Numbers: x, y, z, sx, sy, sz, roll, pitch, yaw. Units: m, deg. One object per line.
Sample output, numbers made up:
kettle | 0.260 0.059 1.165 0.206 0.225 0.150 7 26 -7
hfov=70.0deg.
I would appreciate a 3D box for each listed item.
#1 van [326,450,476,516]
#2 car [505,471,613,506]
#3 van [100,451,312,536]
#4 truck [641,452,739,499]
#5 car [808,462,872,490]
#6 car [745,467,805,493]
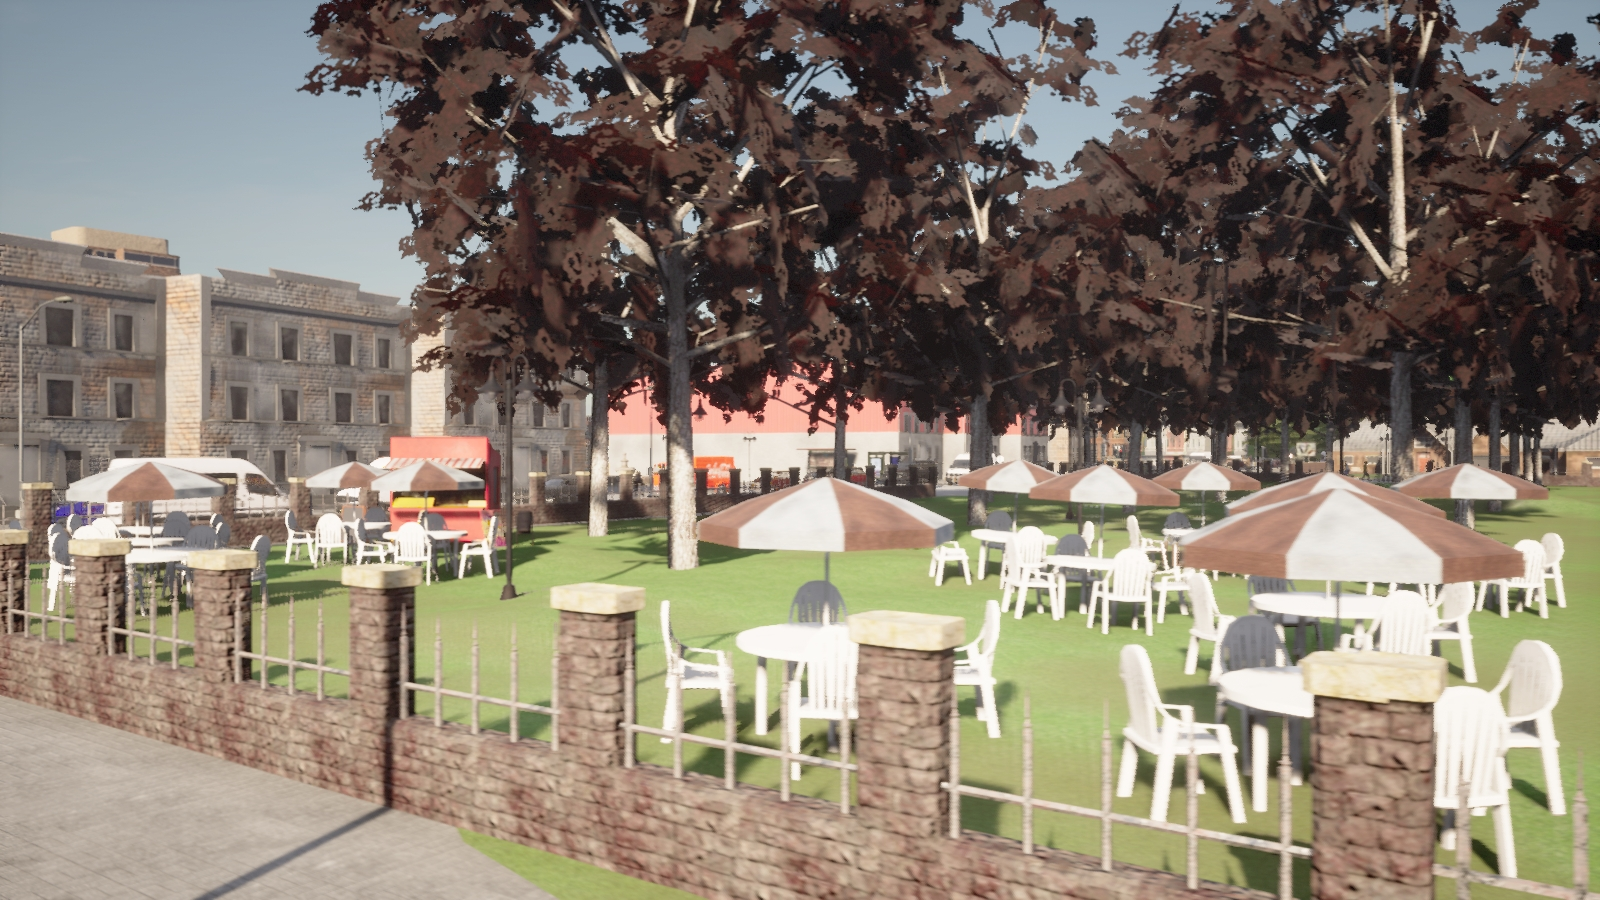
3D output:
van | -16.666 1.317 48.120 1.988 2.561 5.915 0 0 35
car | -11.603 1.819 55.364 2.097 1.535 5.006 0 0 35
van | -19.318 1.319 37.475 1.988 2.561 5.915 0 0 36
truck | -6.030 1.348 63.322 2.627 2.467 5.204 0 0 35
car | 2.703 1.690 75.860 2.097 1.767 4.553 0 0 35
car | -1.515 1.813 69.783 1.789 1.549 3.705 0 0 35
